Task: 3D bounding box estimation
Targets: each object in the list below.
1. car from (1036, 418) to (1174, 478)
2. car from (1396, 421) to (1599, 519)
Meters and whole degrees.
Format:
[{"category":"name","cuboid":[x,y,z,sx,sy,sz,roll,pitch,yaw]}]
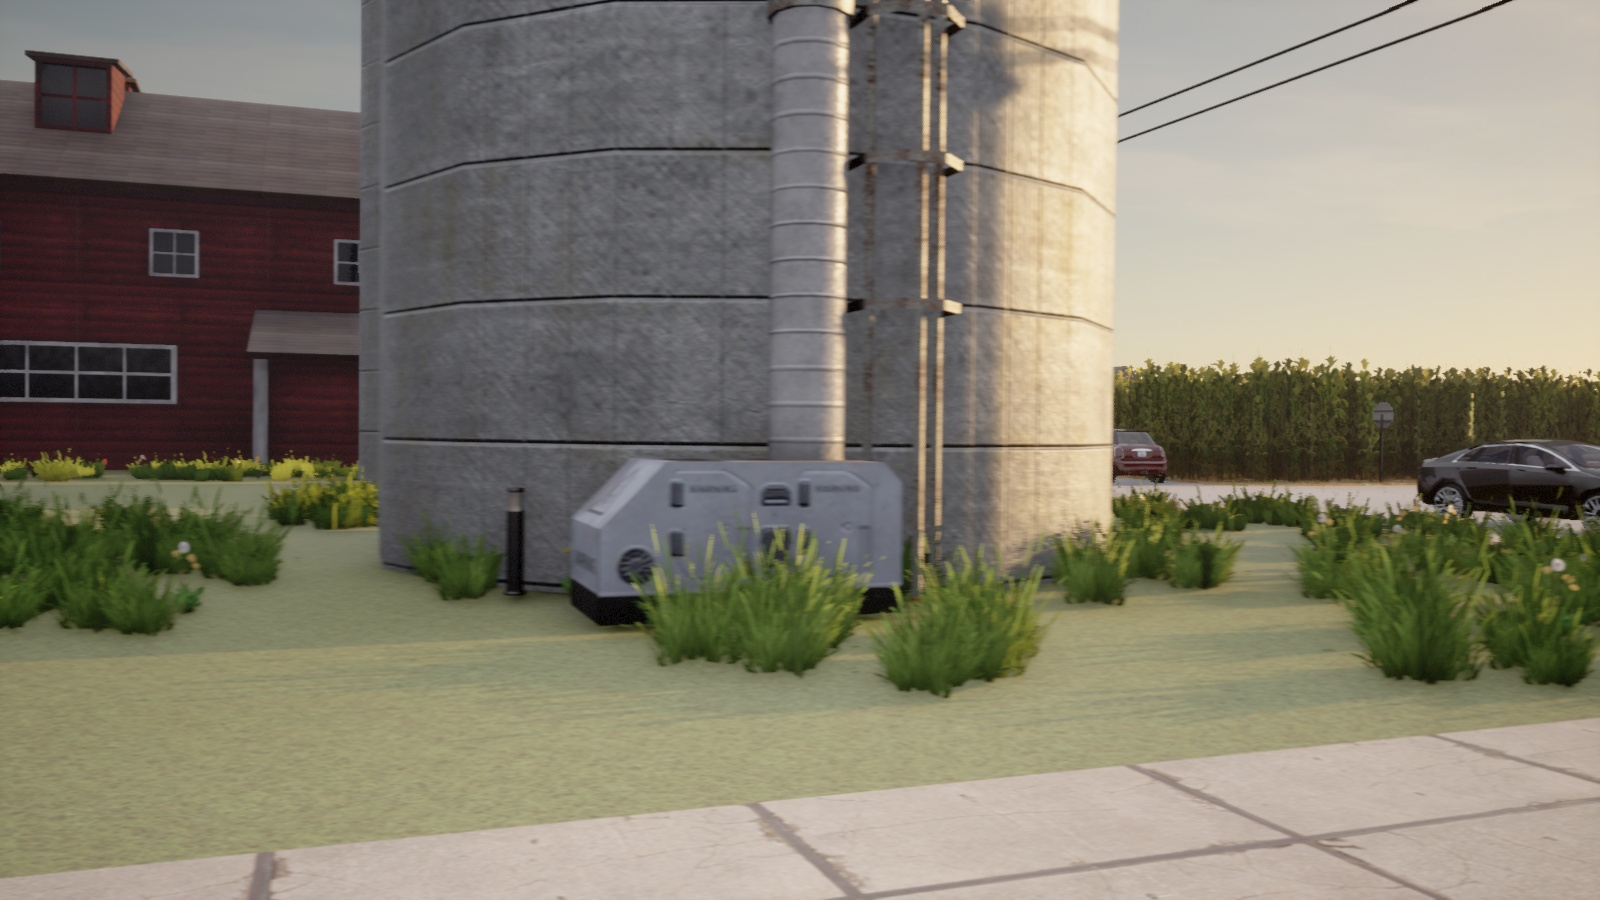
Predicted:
[{"category":"car","cuboid":[9.594,-0.096,39.893,2.097,1.767,4.553,-1,1,-20]},{"category":"car","cuboid":[12.743,0.274,21.056,2.128,1.511,4.902,-1,1,-19]}]
